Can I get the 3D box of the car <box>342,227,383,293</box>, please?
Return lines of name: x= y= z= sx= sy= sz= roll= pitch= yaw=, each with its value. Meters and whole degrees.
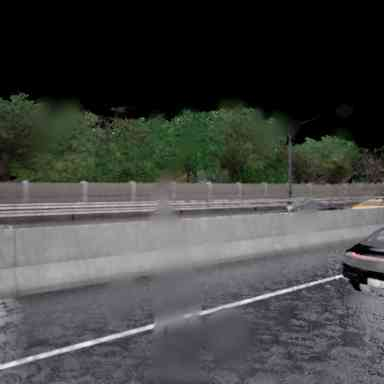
car: x=5.395 y=1.479 z=7.593 sx=4.902 sy=1.511 sz=2.128 roll=0 pitch=0 yaw=-35

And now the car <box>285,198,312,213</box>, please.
car: x=11.419 y=1.403 z=33.618 sx=4.902 sy=1.511 sz=2.128 roll=0 pitch=0 yaw=-35

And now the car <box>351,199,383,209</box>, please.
car: x=15.138 y=1.392 z=27.675 sx=5.008 sy=1.535 sz=1.882 roll=0 pitch=0 yaw=-35

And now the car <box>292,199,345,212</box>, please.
car: x=11.333 y=1.526 z=29.263 sx=4.718 sy=1.301 sz=1.895 roll=0 pitch=0 yaw=-35
